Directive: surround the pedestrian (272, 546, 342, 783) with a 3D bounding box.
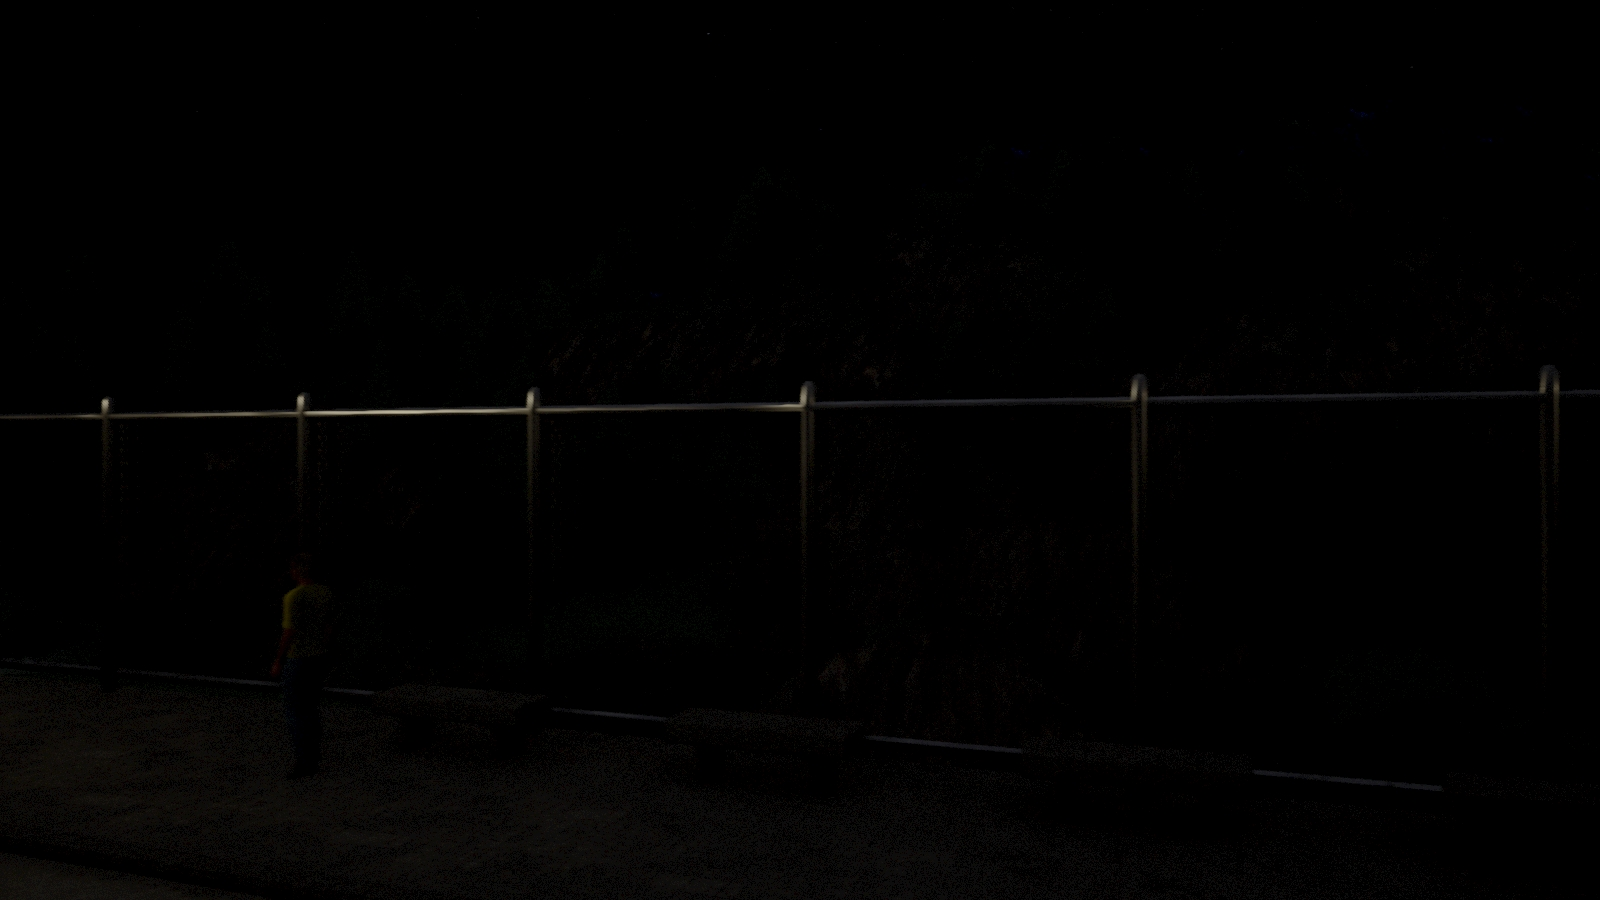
[{"bbox_3d":[-4.061,1.746,9.427,0.375,1.860,0.375,0,0,21],"label":"pedestrian"}]
